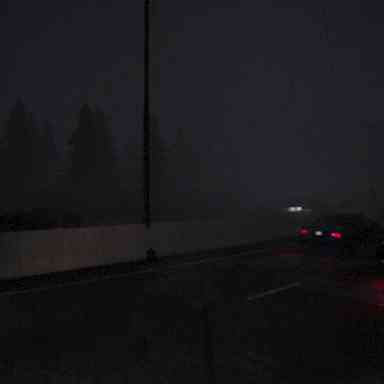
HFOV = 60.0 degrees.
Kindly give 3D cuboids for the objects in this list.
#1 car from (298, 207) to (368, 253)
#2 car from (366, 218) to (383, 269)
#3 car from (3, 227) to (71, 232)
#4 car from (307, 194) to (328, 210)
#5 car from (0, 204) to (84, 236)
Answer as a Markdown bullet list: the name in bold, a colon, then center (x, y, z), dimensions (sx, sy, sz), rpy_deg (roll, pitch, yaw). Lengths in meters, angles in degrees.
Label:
- **car**: center (6.501, 1.587, 14.048), dimensions (5.357, 1.411, 2.033), rpy_deg (0, 0, -44)
- **car**: center (7.261, 1.536, 10.087), dimensions (4.892, 1.490, 1.837), rpy_deg (0, 0, -42)
- **car**: center (-7.100, 1.625, 11.954), dimensions (4.718, 1.301, 1.895), rpy_deg (0, 0, -37)
- **car**: center (17.762, 1.350, 46.889), dimensions (2.150, 2.045, 5.566), rpy_deg (0, 0, 27)
- **car**: center (-9.026, 1.546, 19.349), dimensions (4.892, 1.490, 1.837), rpy_deg (0, 0, -39)
